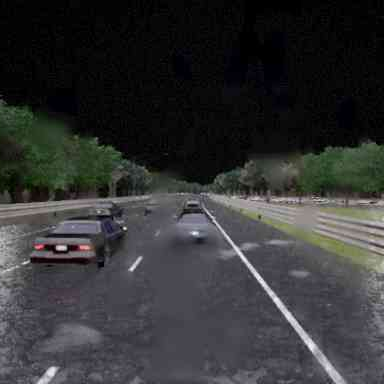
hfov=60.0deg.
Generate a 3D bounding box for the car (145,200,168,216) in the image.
[{"bbox_3d":[-3.410,1.488,32.293,2.128,1.511,4.902,0,0,0],"label":"car"}]

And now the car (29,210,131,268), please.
[{"bbox_3d":[-3.397,1.528,11.157,2.033,1.411,5.357,1,-1,0],"label":"car"}]

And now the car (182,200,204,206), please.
[{"bbox_3d":[0.089,1.502,32.430,1.837,1.490,4.892,0,0,0],"label":"car"}]

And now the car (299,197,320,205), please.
[{"bbox_3d":[22.623,1.687,63.778,1.882,1.535,5.008,0,0,-20],"label":"car"}]

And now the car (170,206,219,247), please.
[{"bbox_3d":[0.095,1.556,14.859,1.994,1.385,4.181,0,0,0],"label":"car"}]

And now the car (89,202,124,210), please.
[{"bbox_3d":[-6.904,1.536,27.216,2.033,1.411,5.357,0,0,0],"label":"car"}]
